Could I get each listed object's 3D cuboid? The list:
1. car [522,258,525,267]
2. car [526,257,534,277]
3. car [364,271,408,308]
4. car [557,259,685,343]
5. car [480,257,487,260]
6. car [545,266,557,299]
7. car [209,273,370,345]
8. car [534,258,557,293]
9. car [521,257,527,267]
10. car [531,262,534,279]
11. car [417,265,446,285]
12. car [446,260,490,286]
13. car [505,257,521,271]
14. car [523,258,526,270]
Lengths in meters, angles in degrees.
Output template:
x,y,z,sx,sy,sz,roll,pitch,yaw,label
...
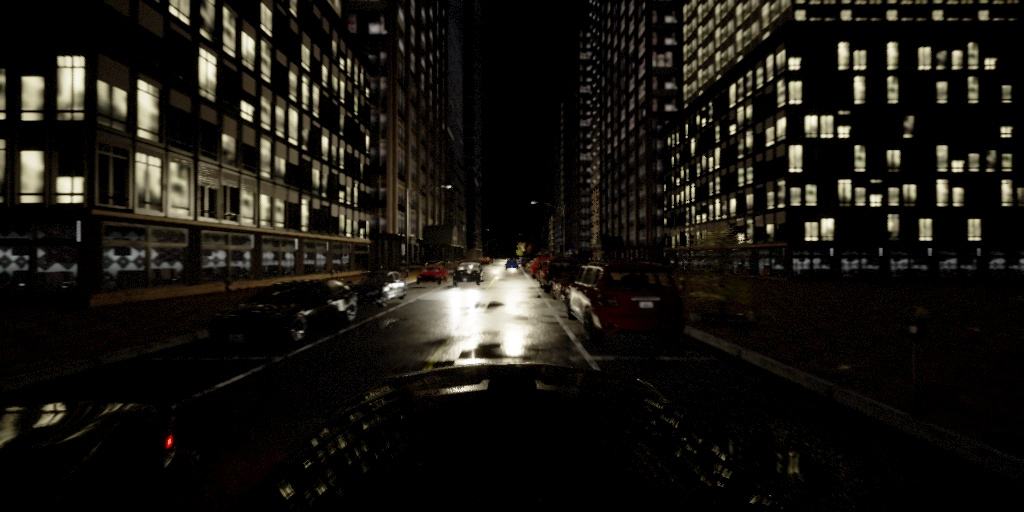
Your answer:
x,y,z,sx,sy,sz,roll,pitch,yaw,label
2.683,1.279,48.530,1.751,1.417,4.829,0,0,0,car
2.686,1.068,31.743,2.192,1.841,5.009,0,0,0,car
-5.691,1.304,15.122,2.007,1.370,4.403,0,0,0,car
2.690,1.066,9.585,2.192,1.841,5.009,0,0,0,car
-5.699,1.338,59.437,1.802,1.307,4.207,0,0,0,car
2.689,1.297,15.124,1.888,1.381,4.507,0,0,0,car
-5.690,1.318,9.583,1.948,1.339,4.313,0,0,0,car
2.688,1.067,20.664,2.192,1.841,5.009,0,0,0,car
2.681,1.320,59.439,1.948,1.339,4.313,0,0,0,car
2.687,1.318,26.203,1.948,1.339,4.313,0,0,0,car
-5.693,1.336,26.201,1.802,1.307,4.207,0,0,0,car
-3.009,1.247,25.487,2.128,1.511,4.902,0,0,0,car
-0.007,1.232,50.710,1.882,1.535,5.008,0,0,0,car
2.684,1.304,42.821,2.007,1.370,4.403,0,0,0,car
